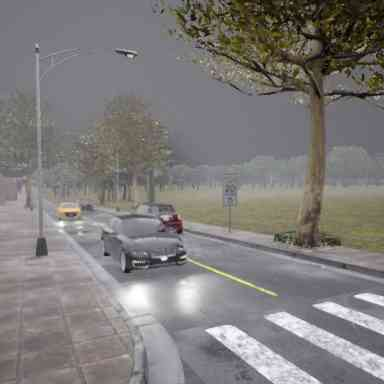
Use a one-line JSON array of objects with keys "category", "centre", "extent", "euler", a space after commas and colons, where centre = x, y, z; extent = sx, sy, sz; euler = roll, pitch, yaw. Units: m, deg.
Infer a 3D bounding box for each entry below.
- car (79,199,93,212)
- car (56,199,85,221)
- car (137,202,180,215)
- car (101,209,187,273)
[{"category": "car", "centre": [-14.186, 1.670, 42.998], "extent": [2.097, 1.767, 4.553], "euler": [-1, 0, -26]}, {"category": "car", "centre": [-11.543, 1.739, 30.995], "extent": [1.882, 1.535, 5.008], "euler": [-1, 0, -26]}, {"category": "car", "centre": [-2.268, 1.419, 18.809], "extent": [2.097, 1.767, 4.553], "euler": [-1, 0, -26]}, {"category": "car", "centre": [-1.830, 1.573, 11.255], "extent": [1.837, 1.490, 4.892], "euler": [-1, 0, -26]}]
